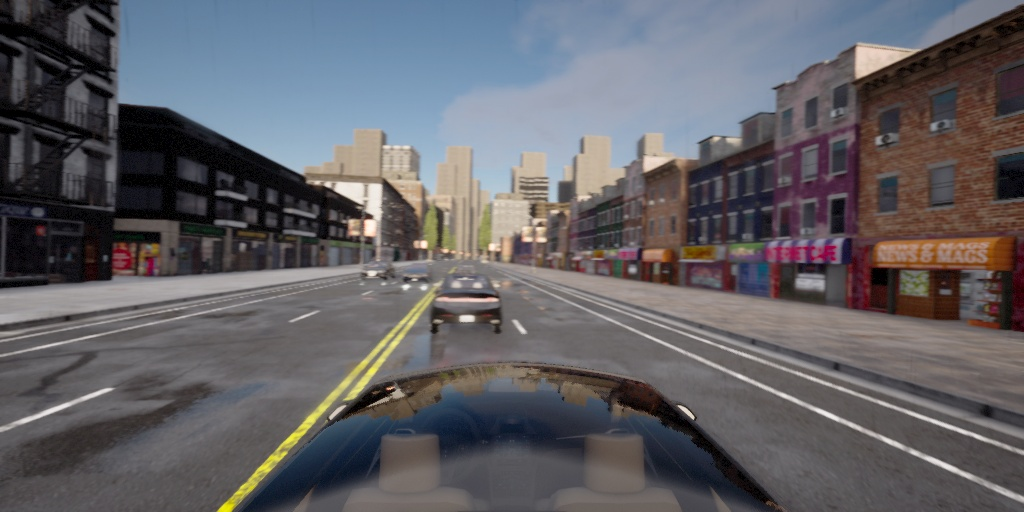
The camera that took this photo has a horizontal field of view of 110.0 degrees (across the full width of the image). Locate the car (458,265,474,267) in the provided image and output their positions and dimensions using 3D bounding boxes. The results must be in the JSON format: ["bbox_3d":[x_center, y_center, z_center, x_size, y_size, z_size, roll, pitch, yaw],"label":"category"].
[{"bbox_3d":[-3.773,1.396,29.091,1.895,1.301,4.718,2,0,-7],"label":"car"}]

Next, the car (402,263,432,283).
[{"bbox_3d":[-7.004,1.246,27.241,2.033,1.411,5.357,2,0,-7],"label":"car"}]

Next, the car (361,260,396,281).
[{"bbox_3d":[-10.410,1.106,28.255,2.128,1.511,4.902,2,0,-7],"label":"car"}]

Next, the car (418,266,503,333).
[{"bbox_3d":[-1.354,1.251,10.747,2.128,1.511,4.902,2,0,-7],"label":"car"}]
